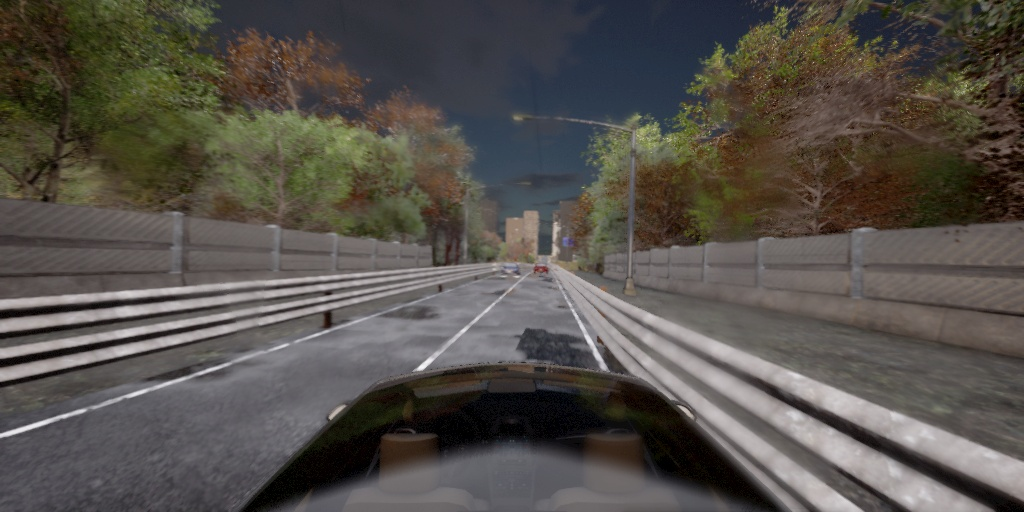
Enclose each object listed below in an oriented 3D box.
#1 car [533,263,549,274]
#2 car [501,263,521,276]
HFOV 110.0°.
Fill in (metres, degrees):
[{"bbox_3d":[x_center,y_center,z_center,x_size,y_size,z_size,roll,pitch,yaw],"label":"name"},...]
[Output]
[{"bbox_3d":[3.885,1.626,48.104,1.882,1.535,5.008,2,-1,5],"label":"car"},{"bbox_3d":[-0.069,1.475,41.360,1.812,1.442,4.674,2,-1,6],"label":"car"}]
